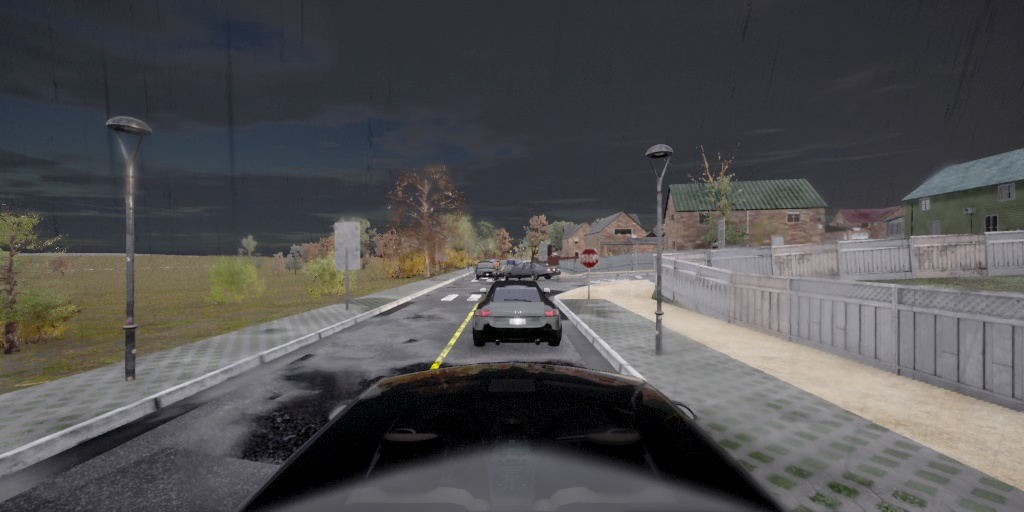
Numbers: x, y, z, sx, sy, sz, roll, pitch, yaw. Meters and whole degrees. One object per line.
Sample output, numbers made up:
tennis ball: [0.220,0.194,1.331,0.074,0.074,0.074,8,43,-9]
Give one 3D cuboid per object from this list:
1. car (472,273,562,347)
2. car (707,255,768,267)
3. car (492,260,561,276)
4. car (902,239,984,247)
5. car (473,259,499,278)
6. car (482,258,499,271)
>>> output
car: [0.086,1.313,9.366,1.994,1.385,4.181,0,0,-1]
car: [14.343,0.413,22.788,4.181,1.385,1.994,-3,0,16]
car: [1.280,1.197,28.383,5.357,1.411,2.033,-4,-3,43]
car: [23.848,-0.208,20.386,4.902,1.511,2.128,-3,0,14]
car: [-2.314,1.257,31.287,1.837,1.490,4.892,0,0,-8]
car: [-2.952,1.120,51.104,2.097,1.767,4.553,0,0,1]
